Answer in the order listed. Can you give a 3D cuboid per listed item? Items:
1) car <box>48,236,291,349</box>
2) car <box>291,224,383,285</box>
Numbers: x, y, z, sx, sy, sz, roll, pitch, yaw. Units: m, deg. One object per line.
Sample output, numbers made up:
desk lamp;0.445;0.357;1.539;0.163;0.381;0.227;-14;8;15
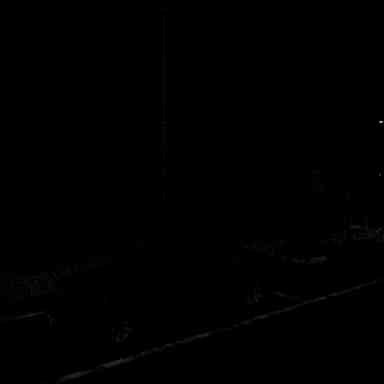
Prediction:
car;-0.356;1.573;6.278;4.313;1.339;1.947;0;0;-35
car;4.123;1.600;9.472;4.206;1.307;1.802;0;0;-35
